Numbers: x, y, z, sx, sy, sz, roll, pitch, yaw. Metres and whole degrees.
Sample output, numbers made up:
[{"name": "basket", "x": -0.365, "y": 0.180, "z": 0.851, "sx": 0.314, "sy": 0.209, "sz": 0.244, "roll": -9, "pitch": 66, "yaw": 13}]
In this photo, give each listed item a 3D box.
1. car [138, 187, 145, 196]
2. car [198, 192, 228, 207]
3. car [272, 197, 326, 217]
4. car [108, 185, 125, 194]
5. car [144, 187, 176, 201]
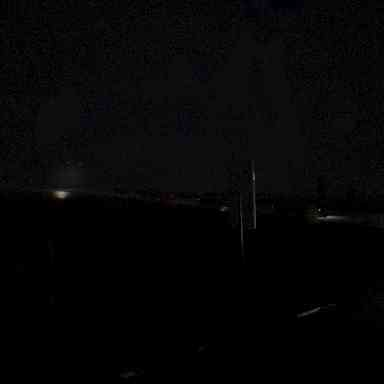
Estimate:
[{"name": "car", "x": -6.895, "y": -0.094, "z": 53.396, "sx": 1.837, "sy": 1.490, "sz": 4.892, "roll": -3, "pitch": 2, "yaw": -35}, {"name": "car", "x": 2.444, "y": 0.759, "z": 35.076, "sx": 1.994, "sy": 1.385, "sz": 4.181, "roll": -3, "pitch": 4, "yaw": -35}, {"name": "car", "x": 8.452, "y": 1.105, "z": 26.580, "sx": 1.994, "sy": 1.385, "sz": 4.181, "roll": -3, "pitch": 4, "yaw": -34}, {"name": "car", "x": -14.646, "y": -0.485, "z": 64.369, "sx": 1.837, "sy": 1.490, "sz": 4.892, "roll": -3, "pitch": 3, "yaw": -35}, {"name": "car", "x": -3.921, "y": 0.324, "z": 44.100, "sx": 2.128, "sy": 1.511, "sz": 4.902, "roll": -3, "pitch": 4, "yaw": -35}]
